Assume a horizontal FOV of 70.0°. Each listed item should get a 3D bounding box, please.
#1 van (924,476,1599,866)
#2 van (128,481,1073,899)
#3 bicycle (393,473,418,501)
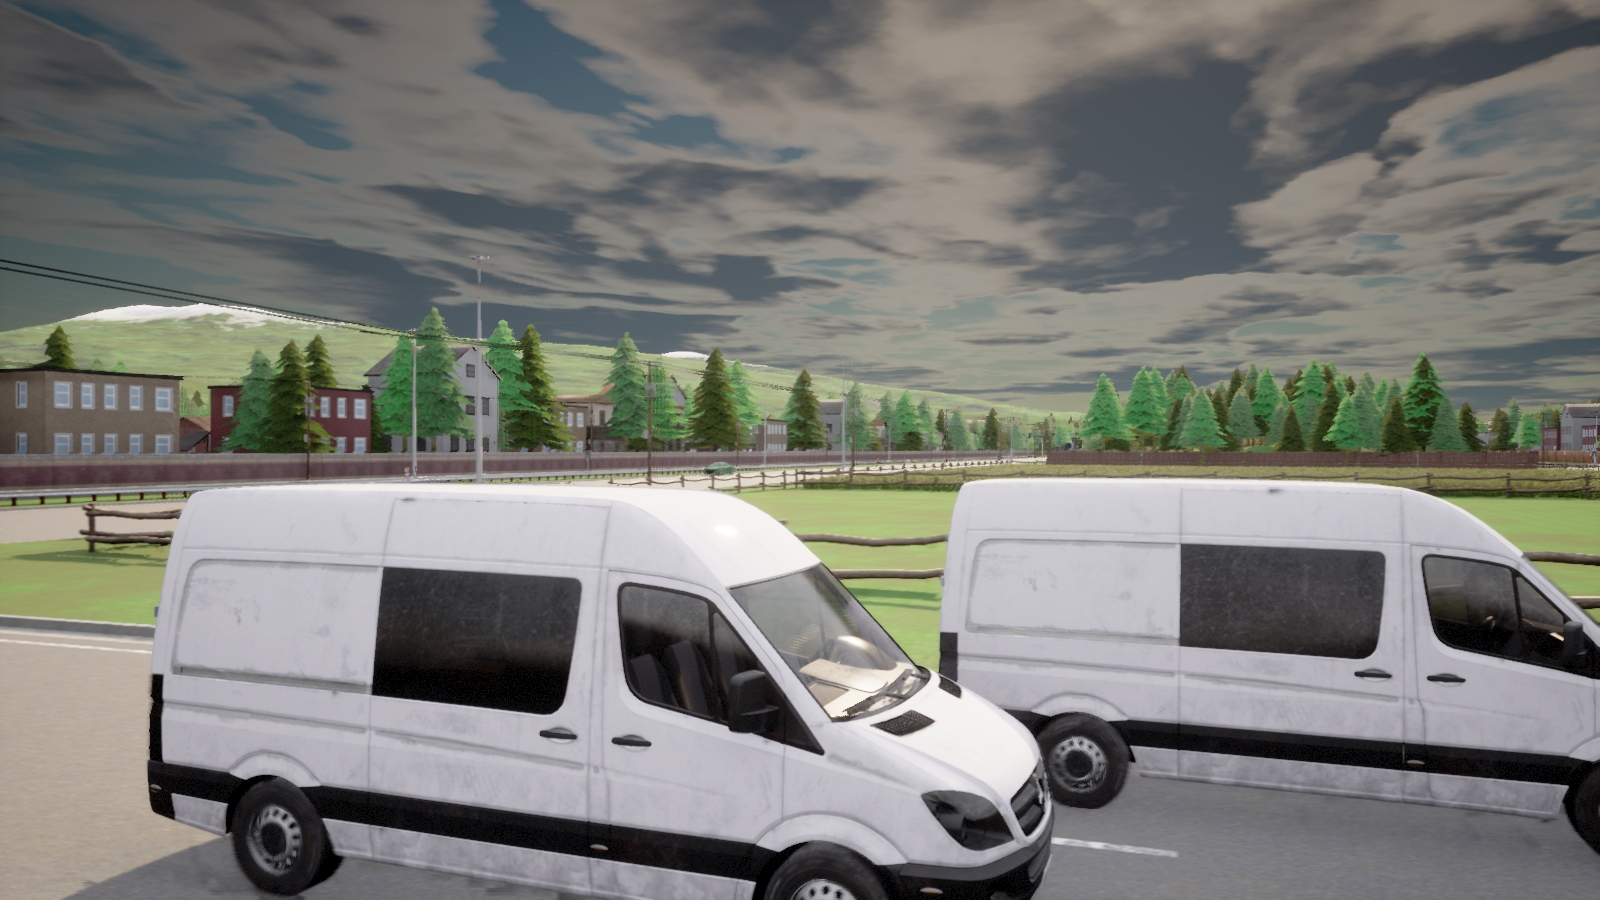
[{"bbox_3d":[4.131,1.535,9.243,5.915,2.561,1.988,0,0,20],"label":"van"},{"bbox_3d":[-1.347,1.534,7.511,5.915,2.561,1.988,0,0,20],"label":"van"},{"bbox_3d":[-22.023,2.057,63.828,0.373,1.496,1.643,0,0,20],"label":"bicycle"}]
